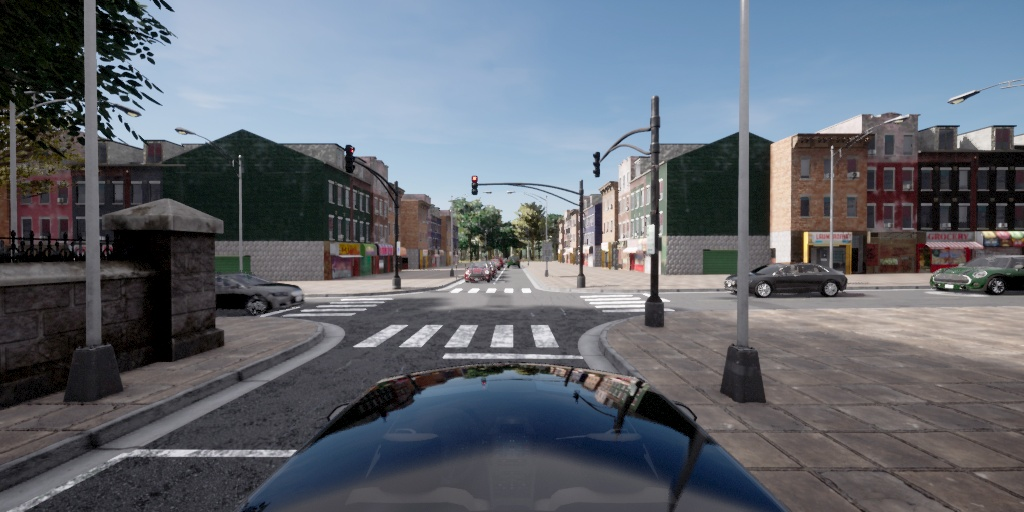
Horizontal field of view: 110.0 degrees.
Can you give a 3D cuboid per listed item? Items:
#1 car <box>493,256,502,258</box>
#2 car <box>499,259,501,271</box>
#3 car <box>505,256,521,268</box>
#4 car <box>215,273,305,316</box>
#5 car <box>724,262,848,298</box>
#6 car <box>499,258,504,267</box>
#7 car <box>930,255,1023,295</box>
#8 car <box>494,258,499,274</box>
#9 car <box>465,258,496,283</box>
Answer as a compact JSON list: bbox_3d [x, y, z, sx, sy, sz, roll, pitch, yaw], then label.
[{"bbox_3d":[-2.817,1.259,60.919,1.801,1.575,5.366,0,0,0],"label":"car"},{"bbox_3d":[-2.509,1.335,38.978,1.948,1.339,4.313,0,0,0],"label":"car"},{"bbox_3d":[0.313,1.024,62.053,2.150,2.045,5.566,0,0,0],"label":"car"},{"bbox_3d":[-10.596,1.395,13.561,4.902,1.511,2.128,-1,1,-3],"label":"car"},{"bbox_3d":[12.326,1.046,16.323,4.892,1.490,1.837,-1,1,0],"label":"car"},{"bbox_3d":[-2.470,1.329,49.847,1.888,1.381,4.507,0,0,0],"label":"car"},{"bbox_3d":[22.104,0.763,16.285,4.553,1.767,2.097,-1,1,0],"label":"car"},{"bbox_3d":[-2.529,1.203,33.543,1.967,1.591,4.097,0,0,0],"label":"car"},{"bbox_3d":[-2.548,1.199,28.109,1.967,1.591,4.097,0,0,0],"label":"car"}]
